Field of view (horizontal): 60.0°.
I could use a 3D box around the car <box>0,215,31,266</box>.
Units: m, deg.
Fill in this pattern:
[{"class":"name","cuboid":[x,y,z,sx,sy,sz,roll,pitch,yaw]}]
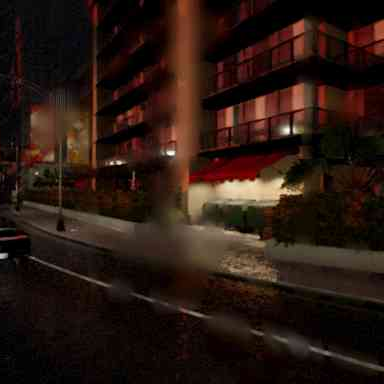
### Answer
[{"class":"car","cuboid":[-6.690,1.454,10.458,2.128,1.511,4.902,0,0,-44]}]
